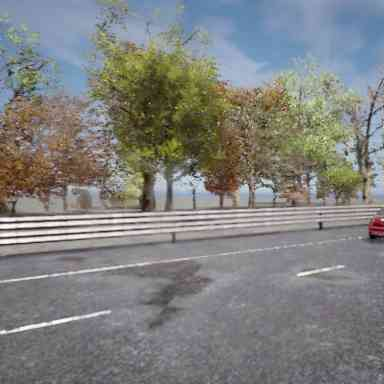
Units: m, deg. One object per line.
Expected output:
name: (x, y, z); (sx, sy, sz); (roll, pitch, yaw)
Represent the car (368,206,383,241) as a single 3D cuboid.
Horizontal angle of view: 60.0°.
car: (10.405, 1.382, 15.617); (4.553, 1.767, 2.097); (0, 0, -31)
